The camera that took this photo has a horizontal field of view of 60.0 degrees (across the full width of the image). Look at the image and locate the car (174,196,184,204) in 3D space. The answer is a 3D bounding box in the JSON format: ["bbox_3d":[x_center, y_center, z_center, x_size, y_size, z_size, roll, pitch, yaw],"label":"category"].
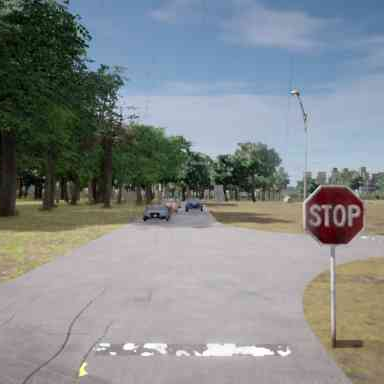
[{"bbox_3d":[-2.462,1.458,65.387,1.837,1.490,4.892,0,-1,0],"label":"car"}]

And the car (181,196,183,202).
[{"bbox_3d":[-2.596,1.687,50.352,1.837,1.490,4.892,0,0,0],"label":"car"}]

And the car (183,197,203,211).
[{"bbox_3d":[0.289,1.483,42.710,2.097,1.767,4.553,0,0,0],"label":"car"}]

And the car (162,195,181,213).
[{"bbox_3d":[-2.674,1.451,37.798,2.097,1.767,4.553,0,0,0],"label":"car"}]

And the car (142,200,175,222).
[{"bbox_3d":[-2.725,1.607,26.702,1.994,1.385,4.181,0,0,1],"label":"car"}]

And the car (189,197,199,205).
[{"bbox_3d":[0.400,1.838,67.960,1.837,1.490,4.892,0,0,0],"label":"car"}]
